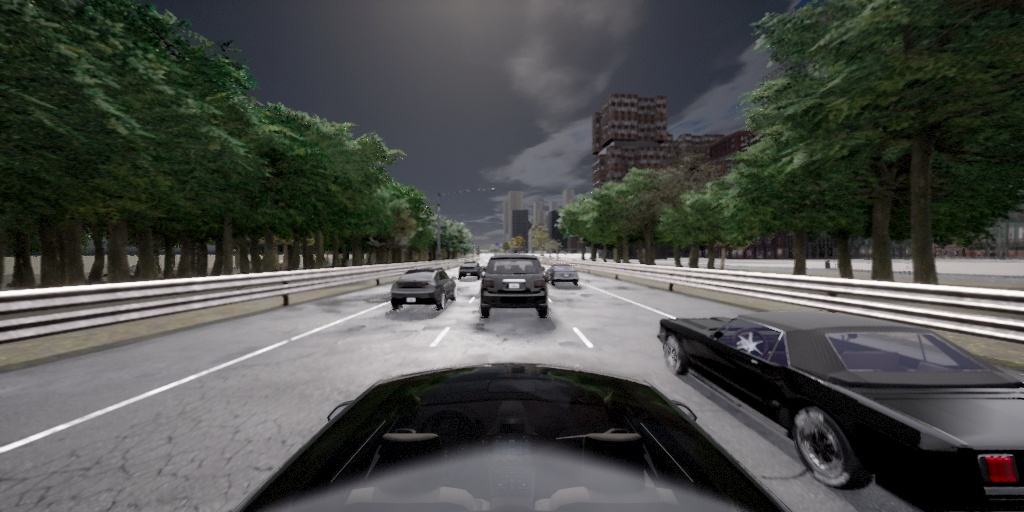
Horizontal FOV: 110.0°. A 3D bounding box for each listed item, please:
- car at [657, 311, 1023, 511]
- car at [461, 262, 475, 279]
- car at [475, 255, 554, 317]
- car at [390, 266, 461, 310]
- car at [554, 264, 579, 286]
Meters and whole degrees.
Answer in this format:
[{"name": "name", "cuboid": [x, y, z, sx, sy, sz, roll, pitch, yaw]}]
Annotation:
[{"name": "car", "cuboid": [3.592, 1.349, 4.502, 1.895, 1.301, 4.718, 0, 0, 0]}, {"name": "car", "cuboid": [-3.637, 1.254, 32.022, 1.837, 1.490, 4.892, 0, 0, -1]}, {"name": "car", "cuboid": [0.068, 0.970, 13.202, 2.150, 2.045, 5.566, 0, 0, 0]}, {"name": "car", "cuboid": [-3.453, 1.254, 14.653, 1.837, 1.490, 4.892, 0, 0, 0]}, {"name": "car", "cuboid": [3.451, 1.294, 25.471, 2.033, 1.411, 5.357, 0, 0, -1]}]
